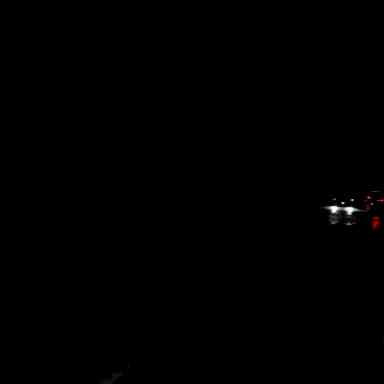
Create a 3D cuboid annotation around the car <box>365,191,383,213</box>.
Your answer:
[{"bbox_3d":[14.296,0.746,24.750,2.128,1.511,4.902,4,3,26],"label":"car"}]

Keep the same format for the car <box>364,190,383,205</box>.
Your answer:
[{"bbox_3d":[19.648,0.503,35.766,1.895,1.301,4.718,4,3,27],"label":"car"}]

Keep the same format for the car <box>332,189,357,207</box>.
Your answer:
[{"bbox_3d":[13.950,0.489,30.482,2.033,1.411,5.357,4,3,26],"label":"car"}]
